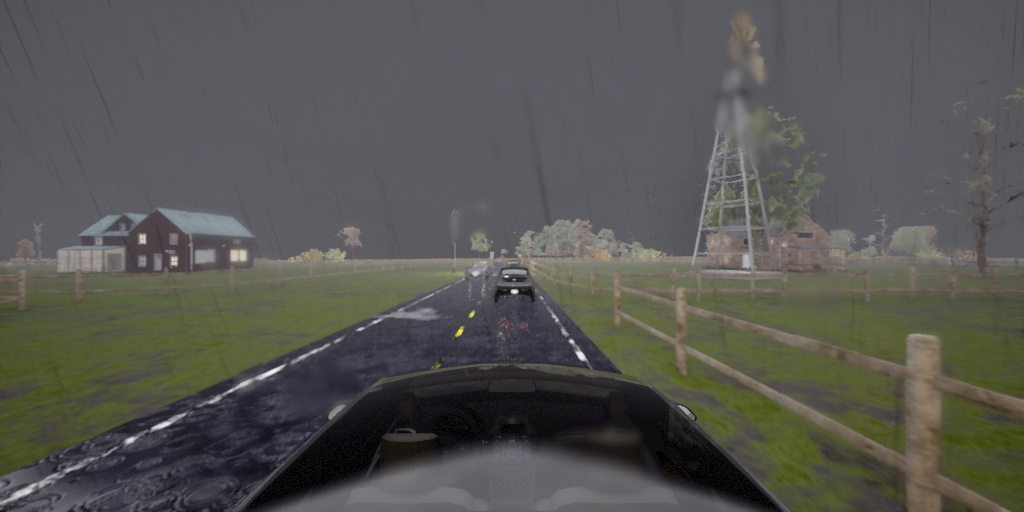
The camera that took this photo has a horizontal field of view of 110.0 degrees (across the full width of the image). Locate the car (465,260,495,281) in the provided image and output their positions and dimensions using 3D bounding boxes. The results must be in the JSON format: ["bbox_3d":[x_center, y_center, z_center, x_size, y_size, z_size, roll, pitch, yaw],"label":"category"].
[{"bbox_3d":[-2.825,1.230,30.396,2.128,1.511,4.902,0,0,0],"label":"car"}]

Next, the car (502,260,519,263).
[{"bbox_3d":[0.124,1.238,39.876,1.837,1.490,4.892,0,0,0],"label":"car"}]

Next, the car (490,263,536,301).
[{"bbox_3d":[0.110,1.250,17.456,1.837,1.490,4.892,0,0,0],"label":"car"}]
